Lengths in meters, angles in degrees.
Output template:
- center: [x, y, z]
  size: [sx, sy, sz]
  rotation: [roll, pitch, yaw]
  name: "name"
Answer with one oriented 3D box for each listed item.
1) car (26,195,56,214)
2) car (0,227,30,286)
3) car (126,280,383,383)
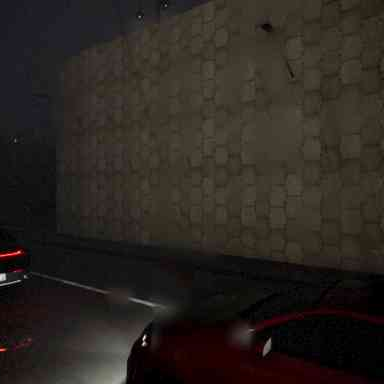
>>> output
- center: [-12.942, 1.061, 31.062]
  size: [2.128, 1.511, 4.902]
  rotation: [0, 5, 35]
  name: "car"
- center: [-5.882, 1.505, 8.193]
  size: [4.892, 1.490, 1.837]
  rotation: [0, 0, 36]
  name: "car"
- center: [1.365, 1.564, 3.018]
  size: [4.181, 1.385, 1.994]
  rotation: [0, 0, 36]
  name: "car"
